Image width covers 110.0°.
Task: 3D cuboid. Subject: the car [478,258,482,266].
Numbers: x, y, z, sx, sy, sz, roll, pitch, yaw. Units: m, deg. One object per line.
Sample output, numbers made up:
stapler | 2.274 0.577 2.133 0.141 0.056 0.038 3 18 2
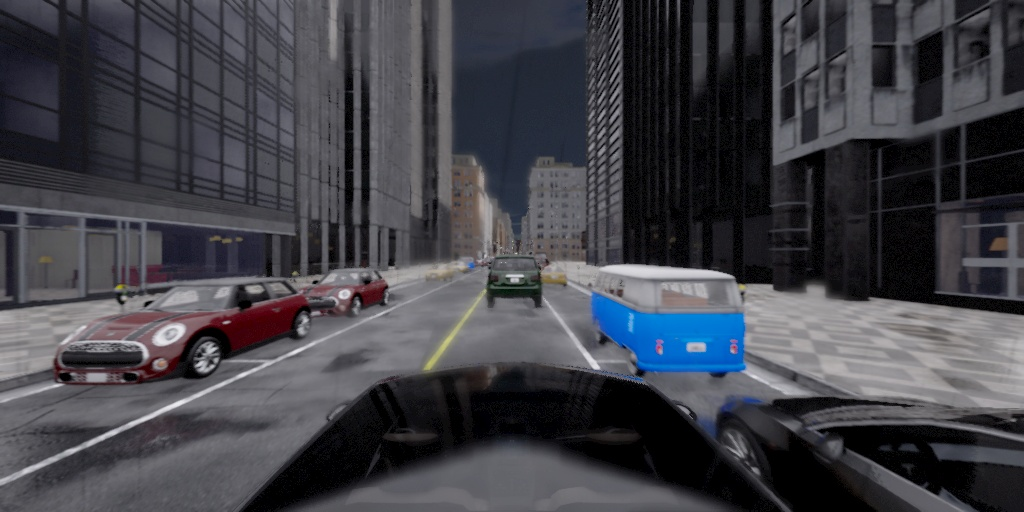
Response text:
car | -5.849 1.310 63.451 1.802 1.307 4.207 0 0 0

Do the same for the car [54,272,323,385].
car | -5.857 1.185 7.052 1.967 1.591 4.097 0 0 0

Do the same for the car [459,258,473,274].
car | -5.852 1.273 40.719 1.751 1.417 4.829 0 0 0

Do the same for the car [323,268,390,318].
car | -5.856 1.182 12.690 1.967 1.591 4.097 0 0 0

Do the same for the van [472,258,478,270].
van | -5.851 1.087 46.531 1.690 1.789 3.998 0 0 0

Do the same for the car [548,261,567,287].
car | 2.675 1.266 24.156 1.751 1.417 4.829 0 0 1

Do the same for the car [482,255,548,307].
car | 0.103 0.961 15.531 2.150 2.045 5.566 0 0 0

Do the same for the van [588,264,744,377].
van | 2.668 1.085 7.035 1.690 1.789 3.998 0 0 0

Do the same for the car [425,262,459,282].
car | -5.858 1.270 29.403 1.751 1.417 4.829 0 0 1

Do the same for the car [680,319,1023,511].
car | 2.668 1.316 1.397 1.948 1.339 4.313 0 0 0
